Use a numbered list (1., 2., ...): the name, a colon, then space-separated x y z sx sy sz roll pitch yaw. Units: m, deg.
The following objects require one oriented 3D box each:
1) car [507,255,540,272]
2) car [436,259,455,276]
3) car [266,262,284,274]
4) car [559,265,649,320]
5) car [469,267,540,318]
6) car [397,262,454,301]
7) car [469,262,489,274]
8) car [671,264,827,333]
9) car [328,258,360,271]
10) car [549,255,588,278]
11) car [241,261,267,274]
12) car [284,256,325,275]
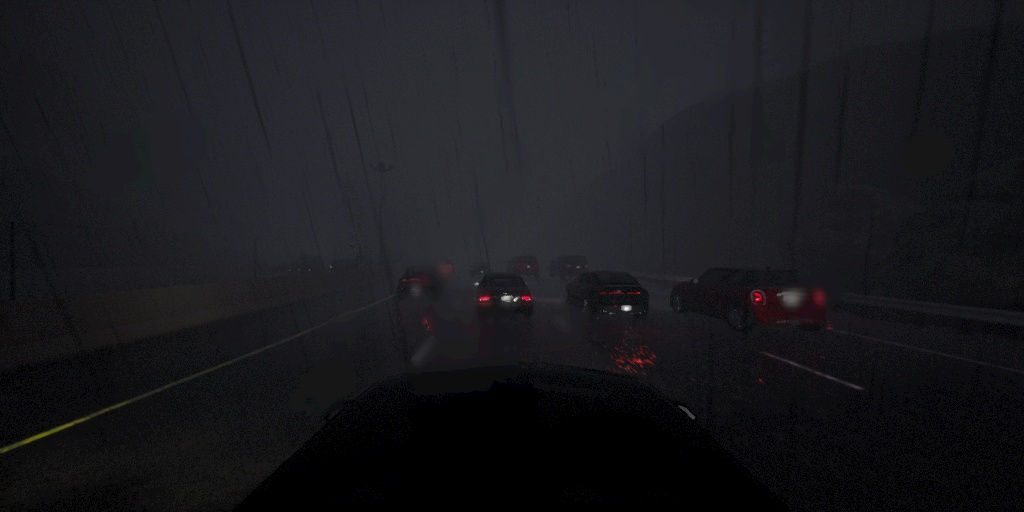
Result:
1. car: 0.942 0.970 32.221 2.150 2.045 5.566 0 0 -9
2. car: -6.787 1.118 35.530 2.097 1.767 4.553 0 0 -10
3. car: -26.229 1.410 41.722 1.895 1.301 4.718 0 0 -14
4. car: 3.141 1.248 12.699 1.837 1.490 4.892 0 0 -3
5. car: -0.350 1.298 13.011 2.033 1.411 5.357 0 0 -4
6. car: -4.239 1.251 17.488 2.128 1.511 4.902 0 0 -5
7. car: -3.181 1.283 35.333 1.812 1.442 4.674 0 0 -10
8. car: 6.740 1.087 10.896 2.097 1.767 4.553 0 0 -3
9. car: -18.484 1.144 39.299 2.097 1.767 4.553 0 0 -13
10. car: 4.748 0.961 30.525 2.150 2.045 5.566 0 0 -9
11. car: -29.970 1.308 42.173 2.128 1.511 4.902 0 0 -14
12. car: -21.853 1.021 38.442 2.150 2.045 5.566 0 0 -13
